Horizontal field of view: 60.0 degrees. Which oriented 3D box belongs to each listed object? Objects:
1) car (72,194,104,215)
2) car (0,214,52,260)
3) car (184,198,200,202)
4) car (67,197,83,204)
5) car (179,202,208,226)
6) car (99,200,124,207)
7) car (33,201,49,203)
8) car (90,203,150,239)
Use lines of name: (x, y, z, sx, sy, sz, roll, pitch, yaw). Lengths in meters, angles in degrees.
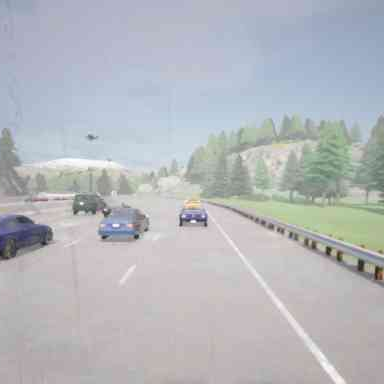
car: (-10.416, 1.222, 34.069, 2.150, 2.045, 5.566, 0, 0, 0)
car: (-6.905, 1.526, 12.356, 1.812, 1.442, 4.674, 0, 0, 0)
car: (0.041, 1.479, 41.495, 1.882, 1.535, 5.008, 0, 0, -1)
car: (-22.539, 1.596, 64.320, 1.895, 1.301, 4.718, 0, 0, -6)
car: (0.090, 1.602, 23.577, 1.895, 1.301, 4.718, 0, 0, 0)
car: (-6.915, 1.601, 31.135, 1.895, 1.301, 4.718, 0, 0, 0)
car: (-29.812, 1.595, 65.868, 1.895, 1.301, 4.718, 0, 0, -7)
car: (-3.408, 1.548, 17.391, 2.033, 1.411, 5.357, 0, 0, 0)
